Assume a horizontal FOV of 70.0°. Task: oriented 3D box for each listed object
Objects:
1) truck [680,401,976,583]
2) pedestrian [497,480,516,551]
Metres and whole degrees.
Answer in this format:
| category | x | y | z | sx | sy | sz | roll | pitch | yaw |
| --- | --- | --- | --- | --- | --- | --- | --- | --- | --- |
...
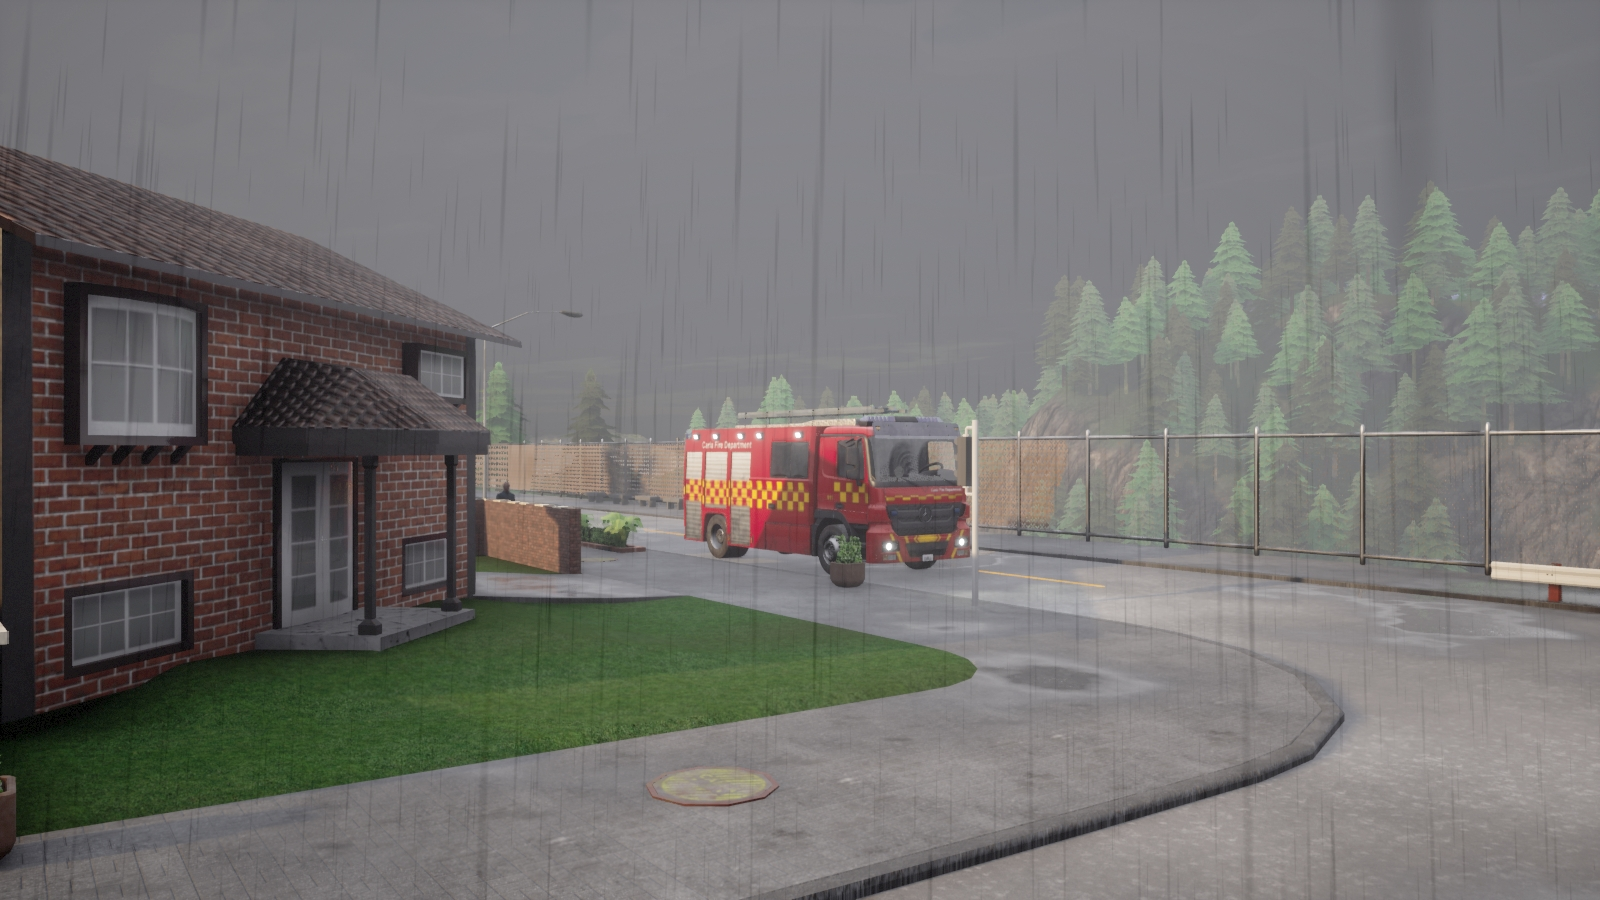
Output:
| category | x | y | z | sx | sy | sz | roll | pitch | yaw |
| --- | --- | --- | --- | --- | --- | --- | --- | --- | --- |
| truck | 0.353 | 0.890 | 28.322 | 2.891 | 3.827 | 8.468 | 0 | 0 | -35 |
| pedestrian | -7.808 | 1.745 | 30.422 | 0.375 | 1.860 | 0.375 | 0 | 0 | -35 |
